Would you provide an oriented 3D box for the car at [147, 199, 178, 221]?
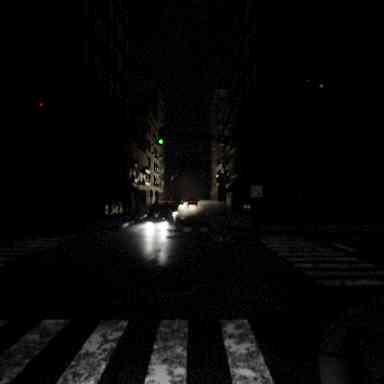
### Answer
[{"bbox_3d":[-2.744,1.656,29.419,2.128,1.511,4.902,0,0,3],"label":"car"}]

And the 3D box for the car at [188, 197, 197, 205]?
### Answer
[{"bbox_3d":[0.101,1.835,68.478,1.837,1.490,4.892,0,0,0],"label":"car"}]

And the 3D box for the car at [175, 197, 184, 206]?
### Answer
[{"bbox_3d":[-2.657,1.707,63.376,2.097,1.767,4.553,0,0,0],"label":"car"}]

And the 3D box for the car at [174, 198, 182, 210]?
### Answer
[{"bbox_3d":[-2.770,1.805,43.101,1.994,1.385,4.181,0,0,0],"label":"car"}]

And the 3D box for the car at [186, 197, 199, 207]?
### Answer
[{"bbox_3d":[0.086,1.831,58.059,1.837,1.490,4.892,0,0,0],"label":"car"}]
